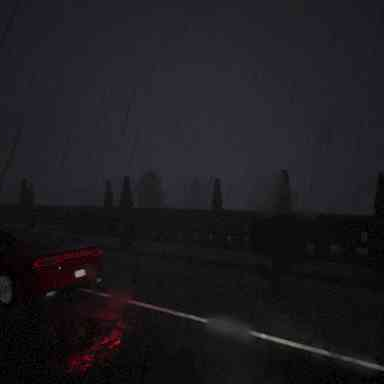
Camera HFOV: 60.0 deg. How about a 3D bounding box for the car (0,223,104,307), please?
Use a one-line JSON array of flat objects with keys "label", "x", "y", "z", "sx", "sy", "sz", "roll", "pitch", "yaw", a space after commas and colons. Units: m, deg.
[{"label": "car", "x": -4.357, "y": 1.492, "z": 8.053, "sx": 5.008, "sy": 1.535, "sz": 1.882, "roll": 0, "pitch": 0, "yaw": 32}]
